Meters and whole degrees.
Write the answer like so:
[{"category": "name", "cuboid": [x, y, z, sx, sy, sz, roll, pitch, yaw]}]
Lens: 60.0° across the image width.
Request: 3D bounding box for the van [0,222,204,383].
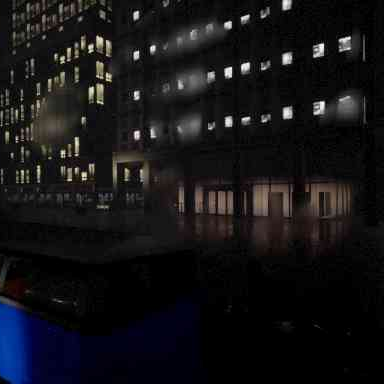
[{"category": "van", "cuboid": [-1.774, 1.342, 4.150, 3.998, 1.788, 1.690, 0, 0, 36]}]
